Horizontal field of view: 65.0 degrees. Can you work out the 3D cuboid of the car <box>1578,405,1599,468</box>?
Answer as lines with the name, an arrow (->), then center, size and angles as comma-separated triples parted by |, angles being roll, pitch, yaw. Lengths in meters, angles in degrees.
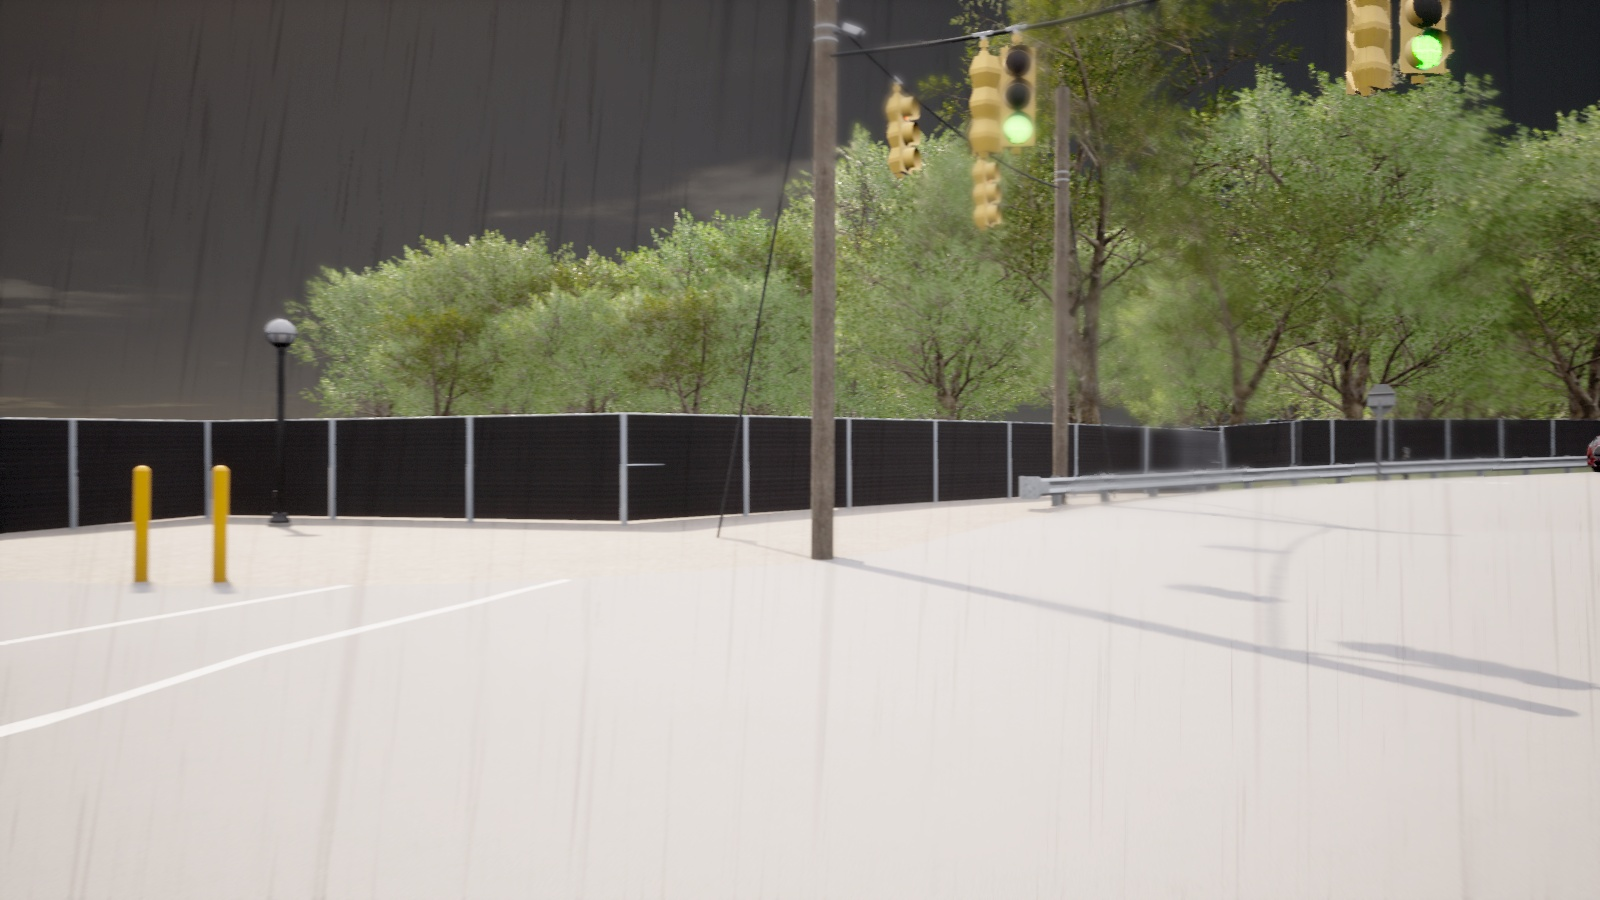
car -> 24.711, -0.444, 35.915 | 4.553, 1.767, 2.097 | -2, 0, -27
